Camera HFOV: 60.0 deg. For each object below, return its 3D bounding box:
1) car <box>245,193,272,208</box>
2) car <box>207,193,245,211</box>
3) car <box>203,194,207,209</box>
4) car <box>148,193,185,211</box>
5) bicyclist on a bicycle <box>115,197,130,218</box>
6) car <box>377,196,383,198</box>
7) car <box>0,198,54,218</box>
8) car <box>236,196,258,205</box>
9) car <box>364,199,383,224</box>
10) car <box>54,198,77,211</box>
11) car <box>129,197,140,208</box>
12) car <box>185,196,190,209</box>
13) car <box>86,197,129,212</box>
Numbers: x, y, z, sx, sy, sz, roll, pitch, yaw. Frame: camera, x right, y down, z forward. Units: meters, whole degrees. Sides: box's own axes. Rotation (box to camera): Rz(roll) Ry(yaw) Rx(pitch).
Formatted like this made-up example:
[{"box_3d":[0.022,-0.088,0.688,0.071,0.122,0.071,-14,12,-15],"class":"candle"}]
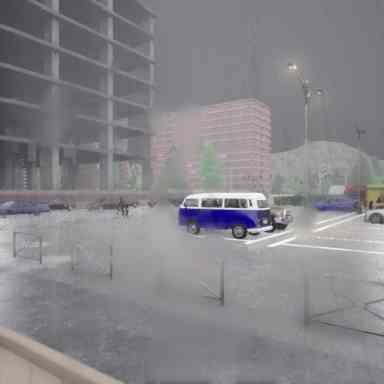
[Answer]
[{"box_3d":[11.068,1.436,56.119,2.128,1.511,4.902,0,0,35],"class":"car"},{"box_3d":[4.968,1.166,47.390,2.150,2.045,5.566,0,0,36],"class":"car"},{"box_3d":[4.238,1.449,52.327,1.837,1.490,4.892,0,0,35],"class":"car"},{"box_3d":[-3.818,1.166,47.284,2.150,2.045,5.566,0,0,35],"class":"car"},{"box_3d":[-5.455,1.248,25.923,1.656,1.620,0.582,0,0,35],"class":"bicyclist on a bicycle"},{"box_3d":[16.501,1.153,26.010,4.605,1.855,1.932,0,0,36],"class":"car"},{"box_3d":[-15.811,1.492,30.296,2.033,1.411,5.357,0,0,35],"class":"car"},{"box_3d":[10.040,1.436,60.571,2.128,1.511,4.902,0,0,35],"class":"car"},{"box_3d":[13.297,1.395,21.444,3.806,1.475,1.970,0,0,36],"class":"car"},{"box_3d":[-15.272,1.436,37.136,2.128,1.511,4.902,0,0,35],"class":"car"},{"box_3d":[-9.352,1.436,45.524,2.128,1.511,4.902,0,0,35],"class":"car"},{"box_3d":[-3.228,1.166,54.147,2.150,2.045,5.566,0,0,35],"class":"car"},{"box_3d":[-9.990,1.449,38.555,1.837,1.490,4.892,0,0,35],"class":"car"}]
